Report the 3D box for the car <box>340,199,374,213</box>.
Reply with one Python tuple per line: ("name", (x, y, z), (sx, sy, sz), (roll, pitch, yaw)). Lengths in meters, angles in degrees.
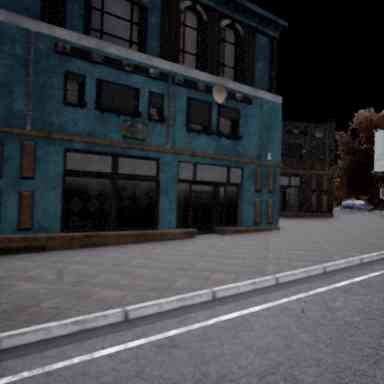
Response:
("car", (19.467, 1.626, 39.443), (1.812, 1.442, 4.674), (2, 0, -7))
